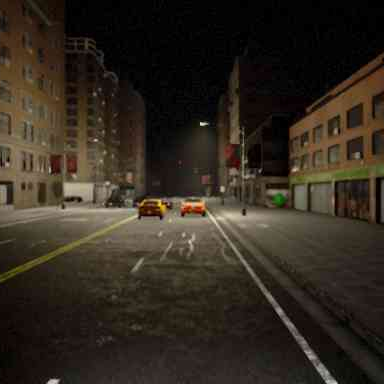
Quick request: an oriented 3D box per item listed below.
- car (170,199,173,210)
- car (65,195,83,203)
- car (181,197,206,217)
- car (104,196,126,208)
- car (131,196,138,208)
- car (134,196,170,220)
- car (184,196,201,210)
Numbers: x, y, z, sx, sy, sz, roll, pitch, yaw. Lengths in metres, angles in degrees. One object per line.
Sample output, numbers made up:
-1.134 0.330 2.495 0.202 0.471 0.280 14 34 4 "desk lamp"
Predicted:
-3.237 1.395 39.531 1.895 1.301 4.718 0 0 0 "car"
-22.131 1.277 60.657 4.313 1.339 1.947 0 0 0 "car"
0.108 1.197 29.480 2.097 1.767 4.553 0 0 0 "car"
-9.765 1.287 42.474 1.837 1.490 4.892 0 0 1 "car"
-6.511 1.285 42.729 1.837 1.490 4.892 0 0 1 "car"
-3.141 1.337 26.839 1.882 1.535 5.008 0 0 0 "car"
0.013 1.271 39.522 1.882 1.535 5.008 0 0 0 "car"
